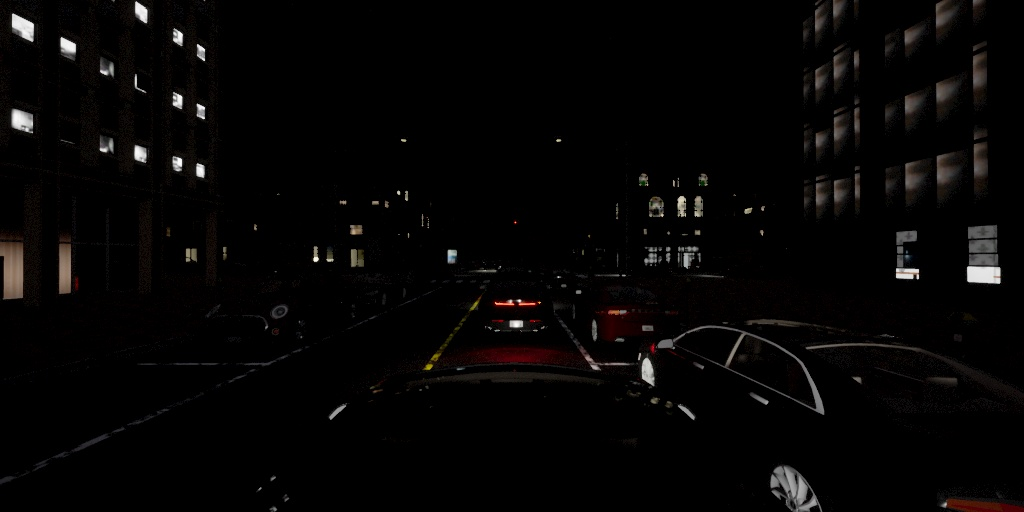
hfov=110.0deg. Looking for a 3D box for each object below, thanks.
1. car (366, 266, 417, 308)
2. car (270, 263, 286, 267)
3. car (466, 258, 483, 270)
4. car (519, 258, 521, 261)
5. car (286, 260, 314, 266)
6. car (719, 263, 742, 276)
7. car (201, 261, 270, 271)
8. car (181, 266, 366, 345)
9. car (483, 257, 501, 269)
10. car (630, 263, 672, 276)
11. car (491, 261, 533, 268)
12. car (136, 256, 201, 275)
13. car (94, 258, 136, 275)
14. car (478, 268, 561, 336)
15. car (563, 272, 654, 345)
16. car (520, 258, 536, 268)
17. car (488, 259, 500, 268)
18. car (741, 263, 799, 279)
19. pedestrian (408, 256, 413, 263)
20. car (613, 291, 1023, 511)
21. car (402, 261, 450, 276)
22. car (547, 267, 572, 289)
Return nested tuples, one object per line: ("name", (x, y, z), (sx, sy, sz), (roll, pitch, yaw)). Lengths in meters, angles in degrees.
("car", (-5.700, 1.302, 15.028), (2.007, 1.370, 4.403), (0, 0, 0))
("car", (-25.693, 1.240, 35.688), (4.718, 1.301, 1.895), (0, 0, 1))
("car", (-5.730, 1.338, 53.106), (1.802, 1.307, 4.207), (0, 0, 0))
("car", (2.641, 1.340, 64.142), (1.802, 1.307, 4.207), (0, 0, 0))
("car", (-25.485, 1.197, 41.473), (4.829, 1.417, 1.751), (0, 0, 1))
("car", (24.597, 1.413, 38.157), (4.674, 1.442, 1.812), (0, 0, 1))
("car", (-25.440, 1.177, 33.091), (4.403, 1.370, 2.007), (0, 0, 1))
("car", (-5.696, 1.190, 9.336), (1.967, 1.591, 4.097), (0, 0, 0))
("car", (-3.124, 1.234, 53.781), (1.882, 1.535, 5.008), (0, 0, 1))
("car", (14.782, 1.403, 38.296), (4.181, 1.385, 1.994), (0, 0, 1))
("car", (0.081, 1.230, 20.531), (1.882, 1.535, 5.008), (0, 0, 2))
("car", (-30.976, 0.917, 33.171), (5.009, 1.841, 2.192), (0, 0, 1))
("car", (-36.513, 1.130, 33.252), (4.403, 1.370, 2.007), (0, 0, 1))
("car", (0.094, 1.256, 10.342), (1.837, 1.490, 4.892), (0, 0, 0))
("car", (2.685, 1.296, 9.326), (1.888, 1.381, 4.507), (0, 0, 0))
("car", (2.650, 1.322, 53.100), (1.948, 1.339, 4.313), (0, 0, 0))
("car", (-3.114, 1.263, 63.191), (1.837, 1.490, 4.892), (0, 0, 0))
("car", (23.618, 1.433, 32.339), (4.207, 1.307, 1.802), (0, 0, 1))
("pedestrian", (-12.585, 0.885, 44.235), (0.375, 1.860, 0.375), (0, -1, 1))
("car", (2.689, 1.301, 3.634), (2.007, 1.370, 4.403), (0, 0, 0))
("car", (-8.742, 1.240, 36.363), (4.892, 1.490, 1.837), (0, 1, -11))
("car", (2.676, 1.302, 20.710), (2.007, 1.370, 4.403), (0, 0, 0))
